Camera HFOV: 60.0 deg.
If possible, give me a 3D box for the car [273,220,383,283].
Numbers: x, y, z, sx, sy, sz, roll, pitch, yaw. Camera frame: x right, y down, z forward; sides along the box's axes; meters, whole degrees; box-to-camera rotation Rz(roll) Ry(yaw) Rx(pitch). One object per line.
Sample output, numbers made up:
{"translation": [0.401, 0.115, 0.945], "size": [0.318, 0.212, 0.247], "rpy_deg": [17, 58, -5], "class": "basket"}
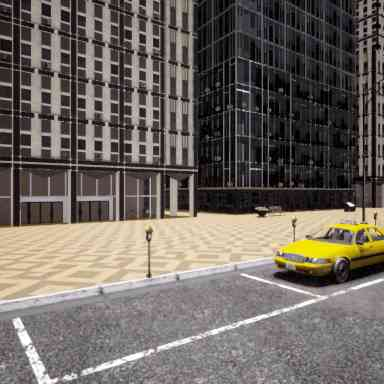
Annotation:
{"translation": [4.421, 1.526, 9.667], "size": [4.829, 1.417, 1.752], "rpy_deg": [0, 0, -35], "class": "car"}
